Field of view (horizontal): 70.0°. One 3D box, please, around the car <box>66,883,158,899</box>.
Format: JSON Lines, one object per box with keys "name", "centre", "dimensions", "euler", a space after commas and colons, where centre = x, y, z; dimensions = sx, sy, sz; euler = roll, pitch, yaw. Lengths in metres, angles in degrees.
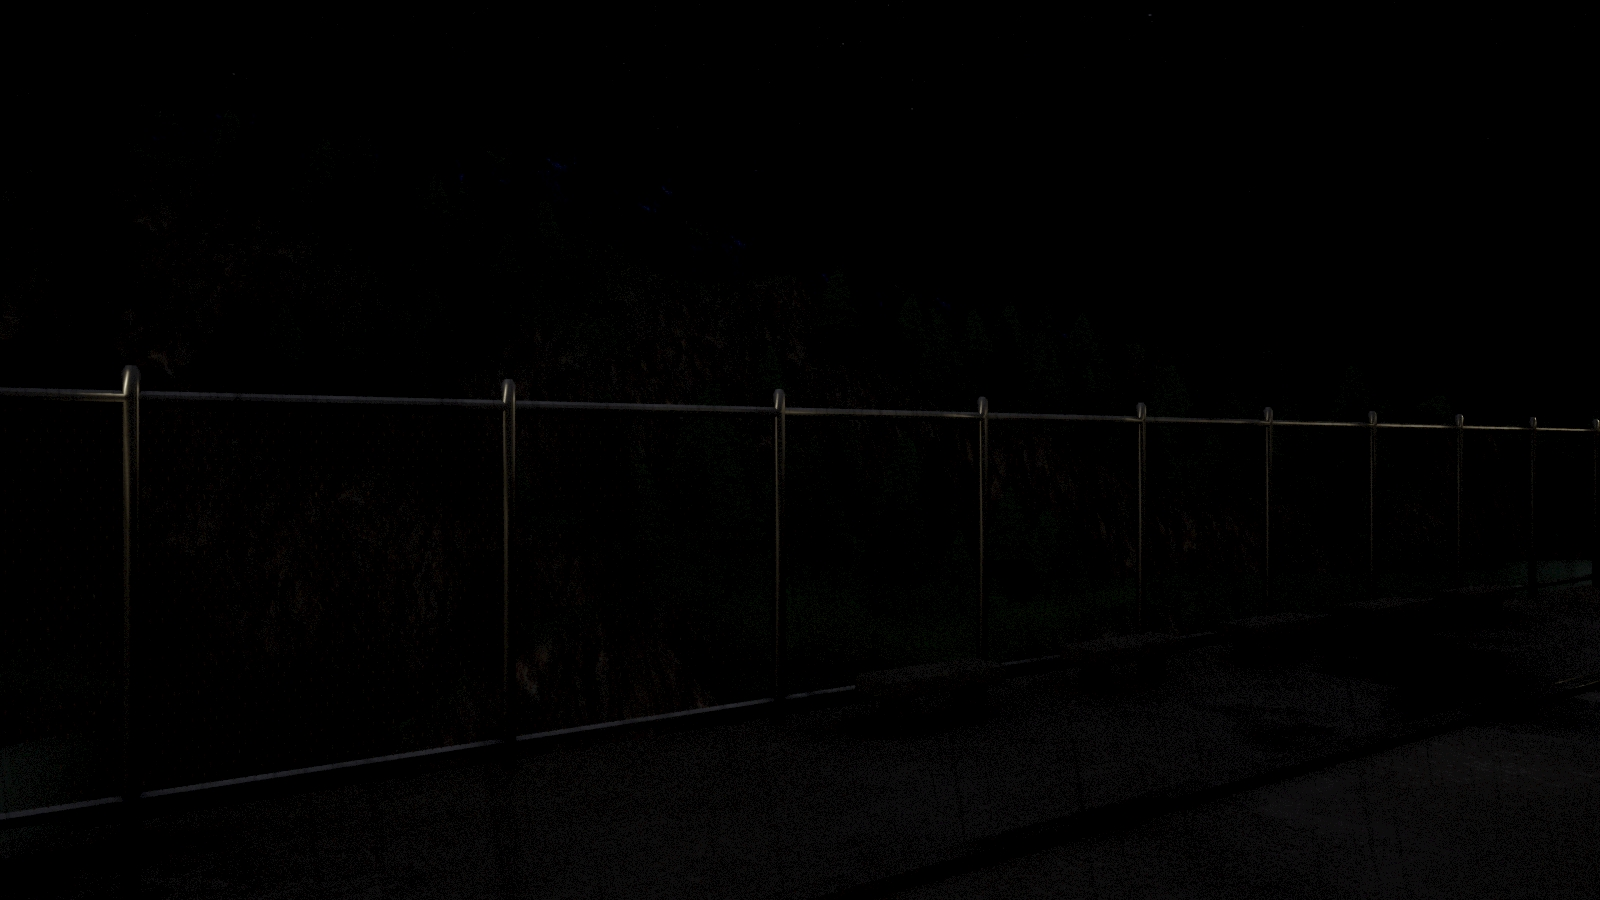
{"name": "car", "centre": [-3.630, 2.155, 1.830], "dimensions": [4.718, 1.301, 1.895], "euler": [0, 0, -35]}
